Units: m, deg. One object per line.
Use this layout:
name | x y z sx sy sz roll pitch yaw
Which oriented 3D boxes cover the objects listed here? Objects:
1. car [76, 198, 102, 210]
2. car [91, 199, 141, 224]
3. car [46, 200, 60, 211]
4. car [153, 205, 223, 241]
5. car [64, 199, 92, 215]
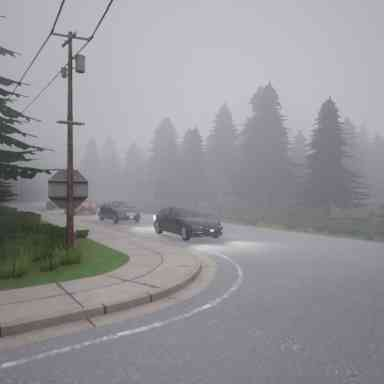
car | -13.196 1.536 42.540 1.994 1.385 4.181 0 0 -35
car | -5.487 1.456 24.761 2.128 1.511 4.902 0 0 -34
car | -16.881 1.499 41.433 1.812 1.442 4.674 0 0 -34
car | -0.344 1.469 16.796 1.837 1.490 4.892 0 0 -31
car | -11.173 1.324 33.131 2.097 1.767 4.553 0 0 -35
